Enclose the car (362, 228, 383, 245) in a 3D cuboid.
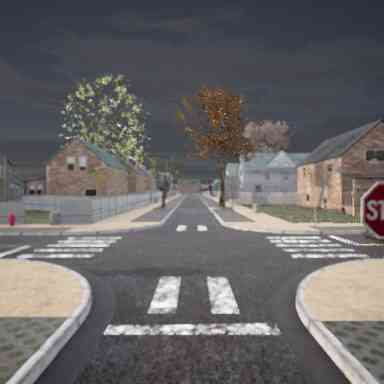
[{"bbox_3d":[8.960,1.362,11.596,5.357,1.411,2.033,0,0,1],"label":"car"}]
